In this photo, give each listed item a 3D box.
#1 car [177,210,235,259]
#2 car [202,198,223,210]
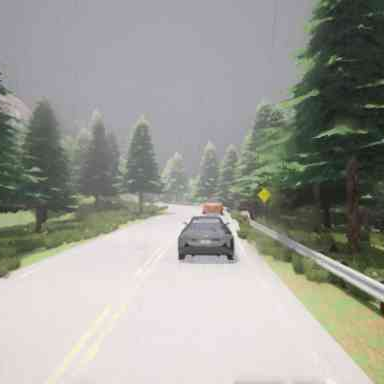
[{"bbox_3d":[0.551,1.600,12.822,1.994,1.385,4.181,0,0,3],"label":"car"},{"bbox_3d":[2.170,1.461,35.607,2.097,1.767,4.553,0,0,2],"label":"car"}]
